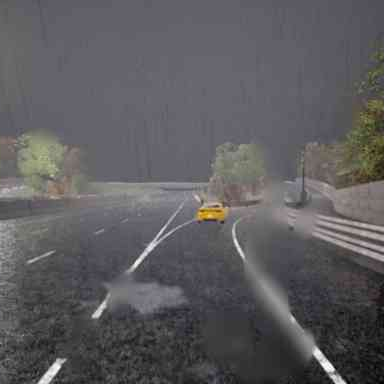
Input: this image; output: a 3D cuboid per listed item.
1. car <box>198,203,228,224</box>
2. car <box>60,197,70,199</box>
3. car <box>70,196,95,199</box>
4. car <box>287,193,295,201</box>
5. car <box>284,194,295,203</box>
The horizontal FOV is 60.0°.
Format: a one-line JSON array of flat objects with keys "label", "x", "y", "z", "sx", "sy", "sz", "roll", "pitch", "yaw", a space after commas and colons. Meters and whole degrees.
[{"label": "car", "x": 1.729, "y": 1.554, "z": 25.822, "sx": 1.882, "sy": 1.535, "sz": 5.008, "roll": 0, "pitch": -1, "yaw": 11}, {"label": "car", "x": -24.504, "y": 1.684, "z": 63.978, "sx": 1.895, "sy": 1.301, "sz": 4.718, "roll": 0, "pitch": 0, "yaw": 0}, {"label": "car", "x": -21.004, "y": 1.630, "z": 64.085, "sx": 2.033, "sy": 1.411, "sz": 5.357, "roll": 0, "pitch": 0, "yaw": 0}, {"label": "car", "x": 26.303, "y": 1.184, "z": 88.262, "sx": 2.097, "sy": 1.767, "sz": 4.553, "roll": 0, "pitch": 4, "yaw": 19}, {"label": "car", "x": 22.821, "y": 1.938, "z": 78.824, "sx": 1.812, "sy": 1.442, "sz": 4.674, "roll": 0, "pitch": 3, "yaw": 20}]
